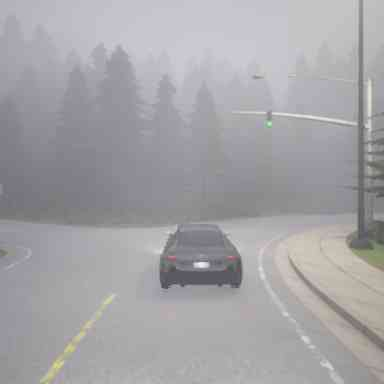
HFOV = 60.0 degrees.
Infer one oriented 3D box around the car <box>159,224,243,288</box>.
[{"bbox_3d":[0.172,1.580,9.347,1.994,1.385,4.181,0,0,-1],"label":"car"}]
